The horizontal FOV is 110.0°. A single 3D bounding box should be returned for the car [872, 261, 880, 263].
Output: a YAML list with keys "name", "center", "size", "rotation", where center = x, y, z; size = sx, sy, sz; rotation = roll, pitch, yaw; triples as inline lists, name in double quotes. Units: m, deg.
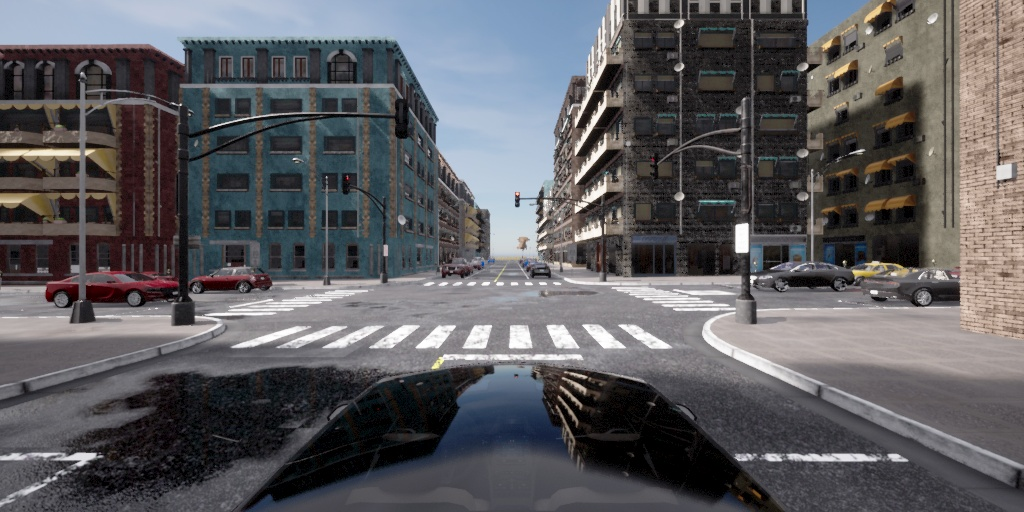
- name: "car"
  center: [21.174, 0.998, 21.114]
  size: [4.829, 1.417, 1.751]
  rotation: [0, 0, 1]

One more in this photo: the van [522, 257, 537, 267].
- name: "van"
  center: [2.671, 1.074, 50.265]
  size: [1.690, 1.789, 3.998]
  rotation: [0, 0, 0]

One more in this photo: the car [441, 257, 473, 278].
- name: "car"
  center: [-5.247, 1.057, 33.626]
  size: [2.192, 1.841, 5.009]
  rotation: [0, 0, 0]

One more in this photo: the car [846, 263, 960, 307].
- name: "car"
  center: [15.626, 1.081, 13.288]
  size: [4.403, 1.370, 2.007]
  rotation: [0, 0, 1]

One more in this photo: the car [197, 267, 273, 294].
- name: "car"
  center: [-16.864, 1.386, 21.500]
  size: [4.097, 1.591, 1.967]
  rotation: [0, 0, 1]

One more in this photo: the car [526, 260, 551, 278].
- name: "car"
  center: [2.634, 1.308, 33.609]
  size: [1.948, 1.339, 4.313]
  rotation: [0, 0, 0]

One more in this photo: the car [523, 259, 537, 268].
- name: "car"
  center: [2.659, 1.318, 44.713]
  size: [1.802, 1.307, 4.207]
  rotation: [0, 0, 0]

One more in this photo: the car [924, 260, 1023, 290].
- name: "car"
  center: [24.795, 0.951, 18.614]
  size: [4.674, 1.442, 1.812]
  rotation: [-1, 0, 0]

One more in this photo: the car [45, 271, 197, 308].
- name: "car"
  center: [-17.619, 1.424, 16.088]
  size: [5.008, 1.535, 1.882]
  rotation: [-1, 0, 0]

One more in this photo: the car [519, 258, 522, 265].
- name: "car"
  center: [2.696, 1.165, 61.369]
  size: [1.967, 1.591, 4.097]
  rotation: [0, 0, 0]

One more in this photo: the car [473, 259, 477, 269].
- name: "car"
  center: [-5.234, 1.285, 39.178]
  size: [1.888, 1.381, 4.507]
  rotation: [0, 0, 0]

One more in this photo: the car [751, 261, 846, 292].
- name: "car"
  center: [14.927, 1.040, 18.713]
  size: [4.902, 1.511, 2.128]
  rotation: [-1, 0, 1]

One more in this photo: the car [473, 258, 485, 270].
- name: "car"
  center: [-5.209, 1.278, 50.282]
  size: [1.888, 1.381, 4.507]
  rotation: [0, 0, 0]
